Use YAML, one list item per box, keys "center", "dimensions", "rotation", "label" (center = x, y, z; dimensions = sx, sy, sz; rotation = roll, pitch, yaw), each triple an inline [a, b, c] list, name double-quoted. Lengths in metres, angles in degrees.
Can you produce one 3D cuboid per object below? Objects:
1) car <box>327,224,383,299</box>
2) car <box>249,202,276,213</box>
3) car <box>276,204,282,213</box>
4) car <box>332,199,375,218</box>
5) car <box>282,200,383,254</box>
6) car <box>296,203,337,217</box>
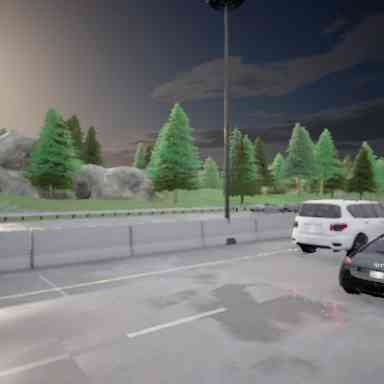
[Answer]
- center: [5.300, 1.616, 7.796]
  dimensions: [4.181, 1.385, 1.994]
  rotation: [0, -1, -37]
  label: "car"
- center: [9.364, 1.947, 41.781]
  dimensions: [4.718, 1.301, 1.895]
  rotation: [0, -1, -37]
  label: "car"
- center: [12.463, 1.877, 39.733]
  dimensions: [4.181, 1.385, 1.994]
  rotation: [0, -1, -37]
  label: "car"
- center: [16.591, 1.595, 34.083]
  dimensions: [4.553, 1.767, 2.097]
  rotation: [0, -1, -37]
  label: "car"
- center: [6.219, 1.315, 12.864]
  dimensions: [5.566, 2.045, 2.150]
  rotation: [0, -1, -37]
  label: "car"
- center: [13.627, 1.877, 36.231]
  dimensions: [4.718, 1.301, 1.895]
  rotation: [0, -1, -37]
  label: "car"
